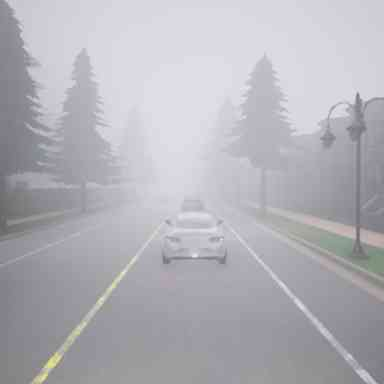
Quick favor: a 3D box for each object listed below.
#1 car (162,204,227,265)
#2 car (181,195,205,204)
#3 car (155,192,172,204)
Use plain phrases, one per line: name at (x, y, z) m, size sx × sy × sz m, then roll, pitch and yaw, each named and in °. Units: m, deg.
car at (0.071, 1.341, 10.864) m, size 1.812 × 1.442 × 4.674 m, roll 0°, pitch 1°, yaw 0°
car at (0.072, 1.010, 28.536) m, size 2.128 × 1.511 × 4.902 m, roll 0°, pitch 1°, yaw 0°
car at (-3.608, 0.789, 43.788) m, size 1.812 × 1.442 × 4.674 m, roll 0°, pitch 1°, yaw 0°
